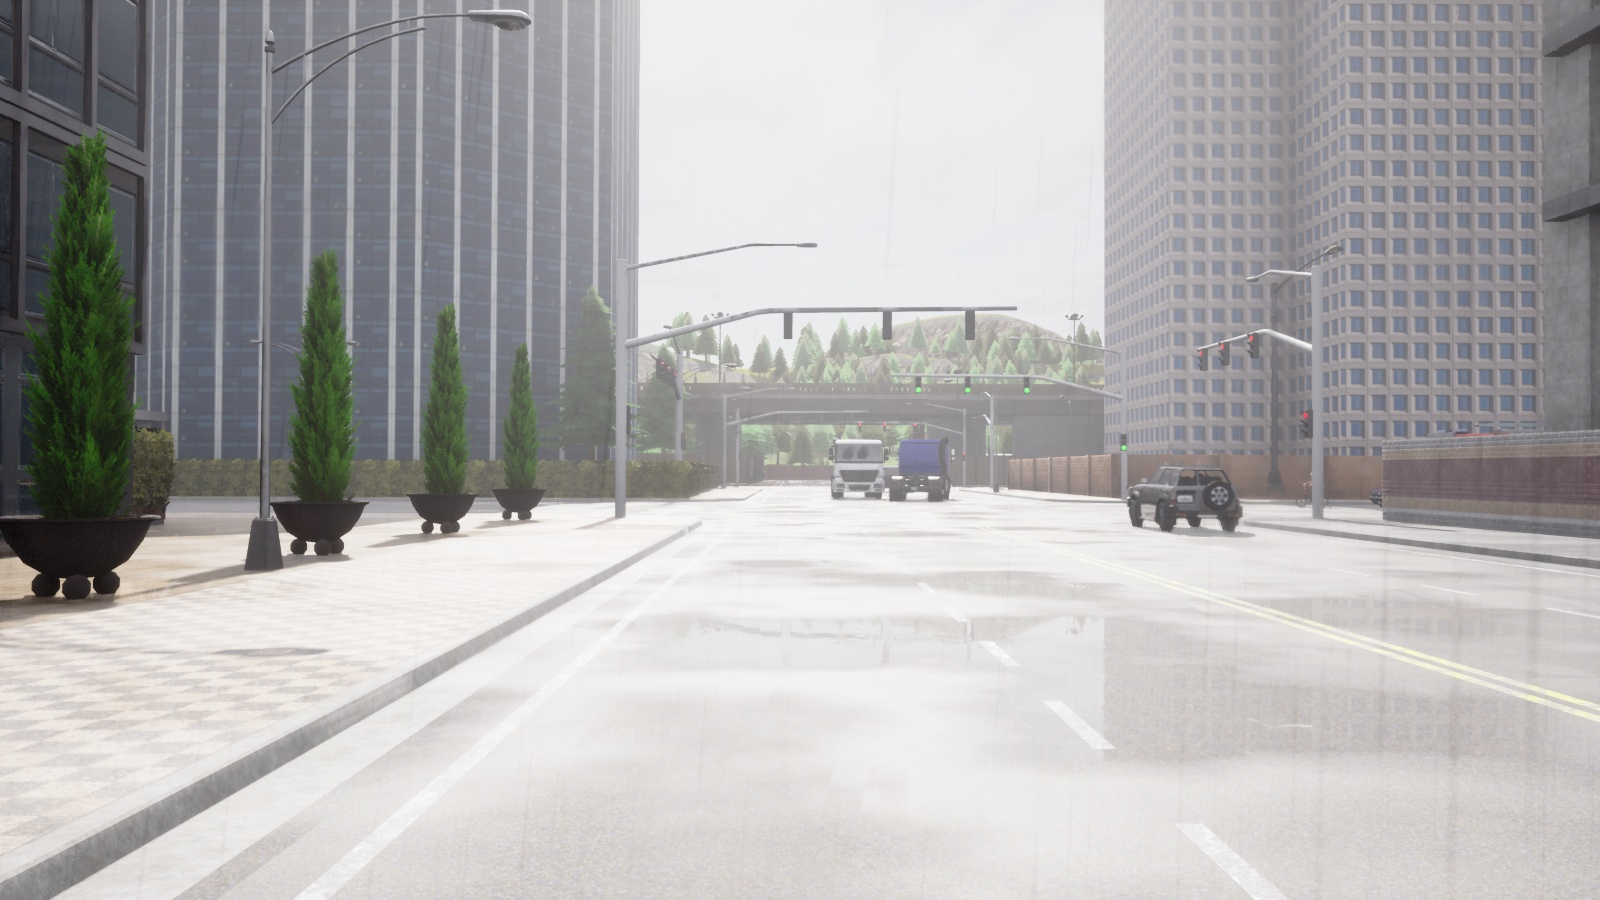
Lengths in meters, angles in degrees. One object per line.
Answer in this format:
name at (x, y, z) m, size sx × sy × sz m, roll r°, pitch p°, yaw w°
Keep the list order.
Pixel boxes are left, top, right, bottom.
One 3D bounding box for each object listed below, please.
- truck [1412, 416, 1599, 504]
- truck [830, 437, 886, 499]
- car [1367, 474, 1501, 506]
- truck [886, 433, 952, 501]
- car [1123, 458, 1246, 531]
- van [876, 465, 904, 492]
truck at (32.533, 0.468, 56.589) m, size 8.468 × 3.827 × 2.891 m, roll 0°, pitch -1°, yaw 0°
truck at (3.300, 1.058, 73.939) m, size 2.891 × 3.462 × 7.936 m, roll 0°, pitch -1°, yaw 0°
car at (26.753, 1.698, 53.104) m, size 4.718 × 1.301 × 1.895 m, roll 0°, pitch -1°, yaw 0°
truck at (6.565, 0.951, 68.309) m, size 2.891 × 3.462 × 7.936 m, roll 0°, pitch -1°, yaw 10°
car at (10.408, 1.167, 34.353) m, size 1.932 × 1.855 × 4.605 m, roll 0°, pitch -1°, yaw 0°
van at (6.749, 2.118, 94.212) m, size 1.775 × 1.987 × 4.442 m, roll 0°, pitch -1°, yaw 0°
